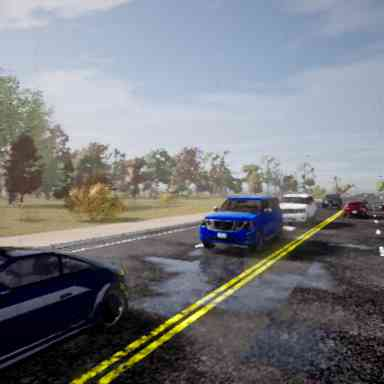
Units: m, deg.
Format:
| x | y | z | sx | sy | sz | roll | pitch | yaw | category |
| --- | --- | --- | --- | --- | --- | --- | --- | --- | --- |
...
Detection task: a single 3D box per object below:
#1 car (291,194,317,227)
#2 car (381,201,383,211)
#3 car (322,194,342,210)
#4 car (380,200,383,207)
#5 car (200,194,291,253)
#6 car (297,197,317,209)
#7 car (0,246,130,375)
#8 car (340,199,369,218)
| x | y | z | sx | sy | sz | roll | pitch | yaw | category |
| --- | --- | --- | --- | --- | --- | --- | --- | --- | --- |
| 7.306 | 1.182 | 23.252 | 2.150 | 2.045 | 5.566 | 1 | 1 | 29 | car |
| 17.619 | 1.664 | 28.520 | 1.895 | 1.301 | 4.718 | 1 | 0 | 29 | car |
| 18.824 | 1.265 | 44.518 | 2.150 | 2.045 | 5.566 | 1 | 0 | 28 | car |
| 24.207 | 1.604 | 40.711 | 1.812 | 1.442 | 4.674 | 1 | 0 | 28 | car |
| 2.350 | 1.171 | 14.044 | 2.150 | 2.045 | 5.566 | 1 | 0 | 28 | car |
| 15.972 | 1.461 | 46.083 | 1.882 | 1.535 | 5.008 | 1 | 0 | 28 | car |
| -2.749 | 1.500 | 4.558 | 1.994 | 1.385 | 4.181 | 1 | 0 | 28 | car |
| 14.928 | 1.545 | 30.317 | 1.812 | 1.442 | 4.674 | 1 | 0 | 28 | car |
